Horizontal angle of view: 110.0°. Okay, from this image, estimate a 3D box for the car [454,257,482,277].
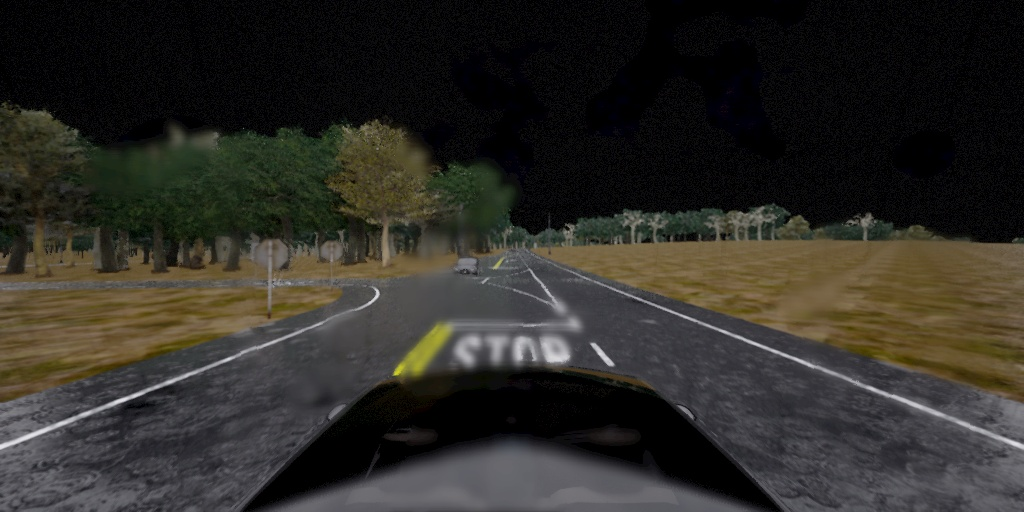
[{"bbox_3d":[-3.509,0.843,29.172,1.837,1.490,4.892,-1,3,0],"label":"car"}]
